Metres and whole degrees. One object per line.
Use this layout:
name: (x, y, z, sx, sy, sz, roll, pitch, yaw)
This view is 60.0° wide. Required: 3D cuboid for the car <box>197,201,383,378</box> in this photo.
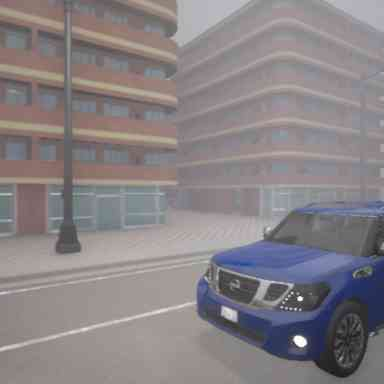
car: (2.741, 1.217, 5.886, 5.566, 2.045, 2.150, 0, 0, -35)
